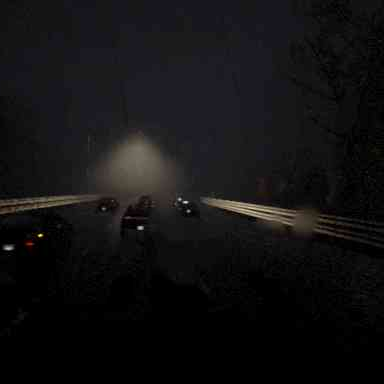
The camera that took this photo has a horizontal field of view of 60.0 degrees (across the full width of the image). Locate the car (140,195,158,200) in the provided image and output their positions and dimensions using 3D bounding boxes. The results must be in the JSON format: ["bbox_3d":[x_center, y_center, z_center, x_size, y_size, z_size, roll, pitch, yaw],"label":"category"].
[{"bbox_3d":[-4.850,1.139,36.270,2.097,1.767,4.553,2,0,-6],"label":"car"}]

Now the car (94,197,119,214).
[{"bbox_3d":[-7.777,1.229,30.644,1.812,1.442,4.674,2,0,-7],"label":"car"}]

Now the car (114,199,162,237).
[{"bbox_3d":[-2.613,1.376,17.271,2.128,1.511,4.902,2,0,-7],"label":"car"}]

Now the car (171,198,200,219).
[{"bbox_3d":[-0.495,1.496,28.460,1.994,1.385,4.181,2,0,-6],"label":"car"}]

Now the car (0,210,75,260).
[{"bbox_3d":[-5.366,1.336,11.463,1.812,1.442,4.674,2,0,-8],"label":"car"}]

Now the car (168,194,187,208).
[{"bbox_3d":[-2.160,1.410,44.050,2.033,1.411,5.357,2,0,-5],"label":"car"}]

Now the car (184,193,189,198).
[{"bbox_3d":[-1.919,1.168,89.296,1.837,1.490,4.892,2,0,0],"label":"car"}]
